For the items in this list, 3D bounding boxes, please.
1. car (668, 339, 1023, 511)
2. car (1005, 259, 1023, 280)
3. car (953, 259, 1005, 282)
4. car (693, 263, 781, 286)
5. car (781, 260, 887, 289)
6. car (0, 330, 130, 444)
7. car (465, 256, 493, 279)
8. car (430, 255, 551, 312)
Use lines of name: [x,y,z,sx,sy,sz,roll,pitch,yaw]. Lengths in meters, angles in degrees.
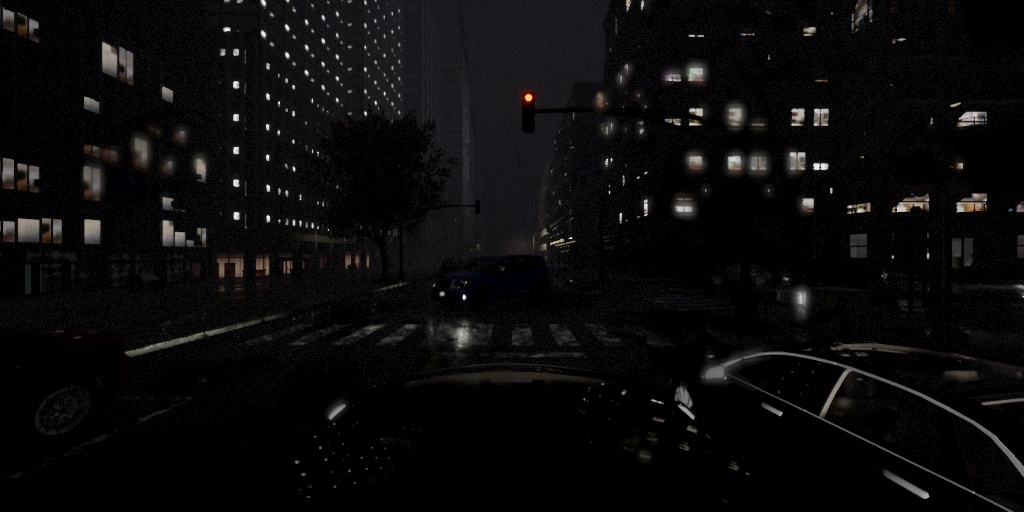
car: [2.689,1.300,2.592,2.007,1.370,4.403,0,0,0]
car: [30.979,0.795,19.578,4.902,1.511,2.128,-1,0,-1]
car: [30.146,0.859,22.164,4.507,1.381,1.888,0,0,-1]
car: [13.444,1.095,22.003,4.403,1.370,2.007,0,0,-1]
car: [17.320,0.998,19.451,4.892,1.490,1.837,0,0,-1]
car: [-5.692,1.295,2.597,1.888,1.381,4.507,0,0,0]
car: [-3.084,0.986,34.609,2.150,2.045,5.566,0,0,0]
car: [-0.654,0.972,14.691,2.150,2.045,5.566,-2,-1,41]
